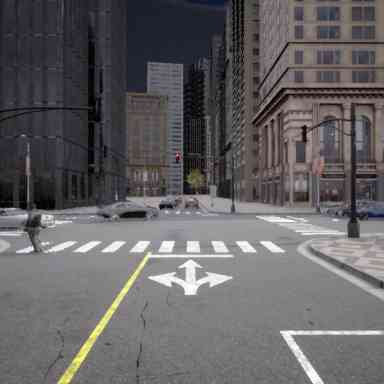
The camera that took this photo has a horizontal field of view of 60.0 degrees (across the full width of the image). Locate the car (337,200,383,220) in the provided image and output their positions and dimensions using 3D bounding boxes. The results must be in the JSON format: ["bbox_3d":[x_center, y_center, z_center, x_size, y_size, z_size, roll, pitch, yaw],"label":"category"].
[{"bbox_3d":[14.997,1.513,26.760,5.357,1.411,2.033,0,0,0],"label":"car"}]

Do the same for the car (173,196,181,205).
[{"bbox_3d":[-3.241,1.561,52.279,2.128,1.511,4.902,0,0,0],"label":"car"}]

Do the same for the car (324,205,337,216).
[{"bbox_3d":[14.518,1.483,30.056,4.902,1.511,2.128,0,0,-2],"label":"car"}]

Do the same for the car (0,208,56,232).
[{"bbox_3d":[-10.554,1.592,19.483,4.718,1.301,1.895,0,0,7],"label":"car"}]

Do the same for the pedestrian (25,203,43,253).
[{"bbox_3d":[-5.714,1.295,12.107,0.375,1.860,0.375,0,0,0],"label":"pedestrian"}]

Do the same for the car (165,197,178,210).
[{"bbox_3d":[-3.204,1.648,42.883,1.895,1.301,4.718,0,0,0],"label":"car"}]

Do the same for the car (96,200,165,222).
[{"bbox_3d":[-5.030,1.498,26.162,4.902,1.511,2.128,0,0,-30],"label":"car"}]

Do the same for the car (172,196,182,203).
[{"bbox_3d":[-3.244,1.600,71.839,1.882,1.535,5.008,0,0,0],"label":"car"}]

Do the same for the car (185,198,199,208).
[{"bbox_3d":[-0.042,1.585,48.242,1.812,1.442,4.674,0,0,0],"label":"car"}]
